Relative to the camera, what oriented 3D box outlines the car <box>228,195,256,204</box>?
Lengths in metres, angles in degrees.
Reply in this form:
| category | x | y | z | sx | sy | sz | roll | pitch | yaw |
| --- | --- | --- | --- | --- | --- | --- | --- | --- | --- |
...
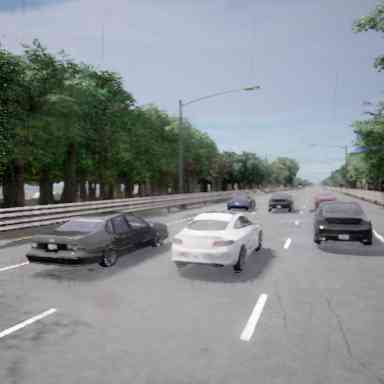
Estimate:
| category | x | y | z | sx | sy | sz | roll | pitch | yaw |
| --- | --- | --- | --- | --- | --- | --- | --- | --- | --- |
| car | 4.511 | 0.914 | 29.977 | 1.994 | 1.385 | 4.181 | 0 | 1 | 20 |

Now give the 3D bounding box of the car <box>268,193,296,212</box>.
| category | x | y | z | sx | sy | sz | roll | pitch | yaw |
| --- | --- | --- | --- | --- | --- | --- | --- | --- | --- |
| car | 7.685 | 0.853 | 28.470 | 1.837 | 1.490 | 4.892 | 0 | 1 | 20 |

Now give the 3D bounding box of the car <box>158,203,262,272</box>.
| category | x | y | z | sx | sy | sz | roll | pitch | yaw |
| --- | --- | --- | --- | --- | --- | --- | --- | --- | --- |
| car | 0.912 | 1.307 | 10.059 | 1.812 | 1.442 | 4.674 | 0 | 1 | 21 |

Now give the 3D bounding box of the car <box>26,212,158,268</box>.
| category | x | y | z | sx | sy | sz | roll | pitch | yaw |
| --- | --- | --- | --- | --- | --- | --- | --- | --- | --- |
| car | -2.602 | 1.352 | 10.653 | 2.033 | 1.411 | 5.357 | 0 | 1 | 20 |

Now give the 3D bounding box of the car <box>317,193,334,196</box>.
| category | x | y | z | sx | sy | sz | roll | pitch | yaw |
| --- | --- | --- | --- | --- | --- | --- | --- | --- | --- |
| car | 11.273 | 0.848 | 28.081 | 1.812 | 1.442 | 4.674 | 0 | 1 | 20 |

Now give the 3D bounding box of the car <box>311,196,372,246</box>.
| category | x | y | z | sx | sy | sz | roll | pitch | yaw |
| --- | --- | --- | --- | --- | --- | --- | --- | --- | --- |
| car | 5.685 | 1.118 | 12.887 | 1.837 | 1.490 | 4.892 | 0 | 1 | 20 |
